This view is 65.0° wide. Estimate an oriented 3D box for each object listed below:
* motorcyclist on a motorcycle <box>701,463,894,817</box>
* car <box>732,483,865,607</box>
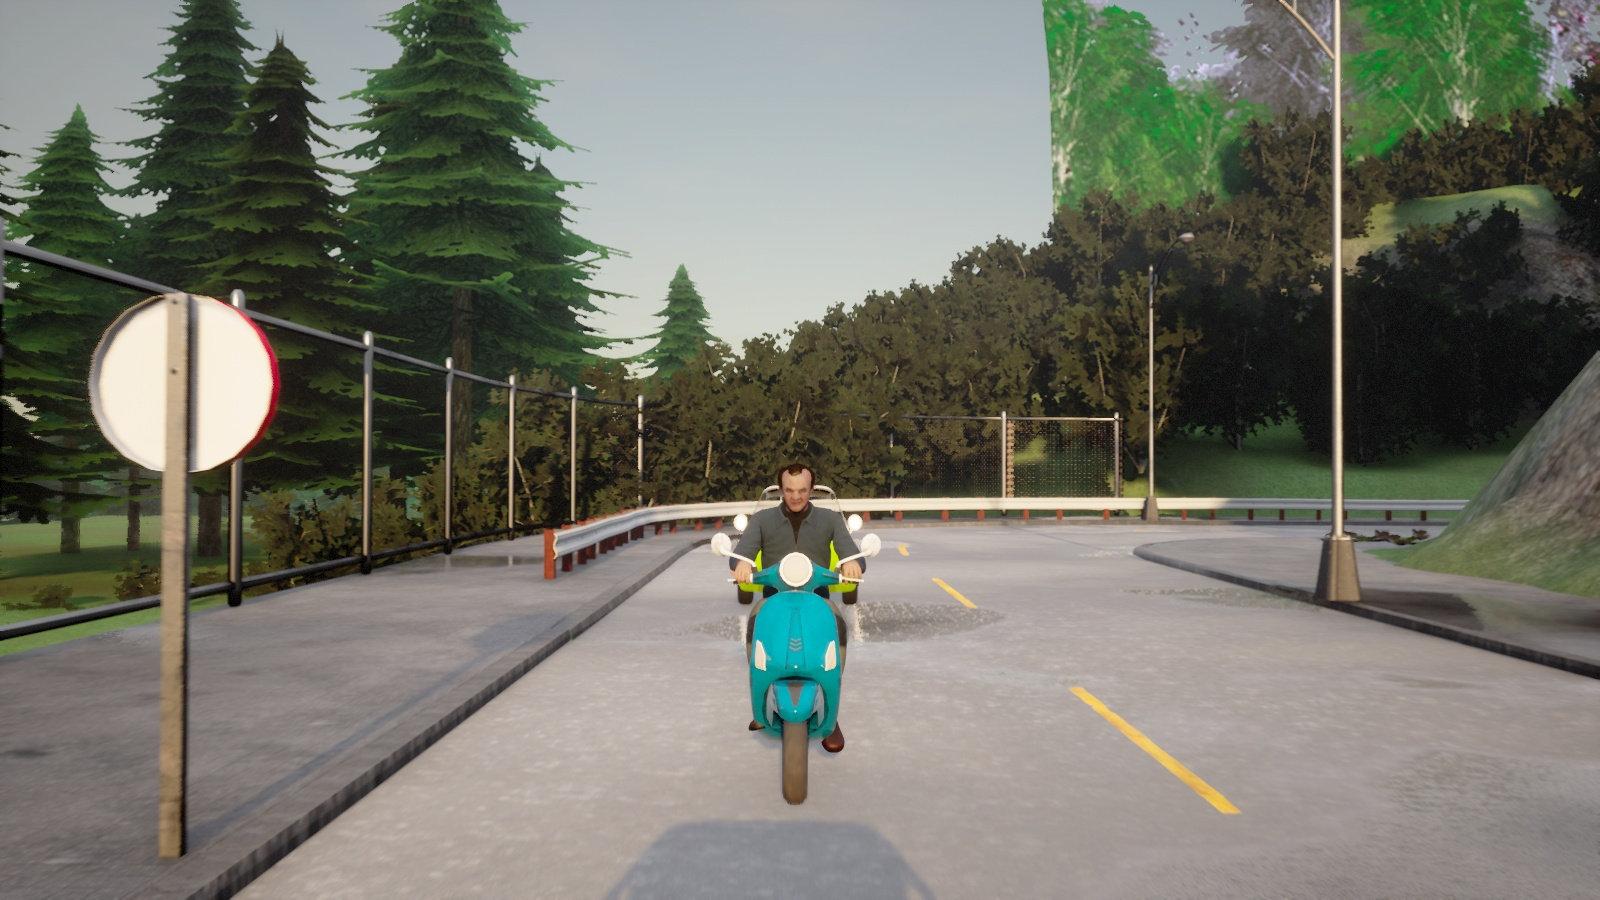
[{"bbox_3d":[-0.015,0.864,6.580,0.866,1.590,1.817,0,-1,0],"label":"motorcyclist on a motorcycle"},{"bbox_3d":[-0.012,1.095,15.206,1.481,1.376,2.207,0,-1,0],"label":"car"}]
